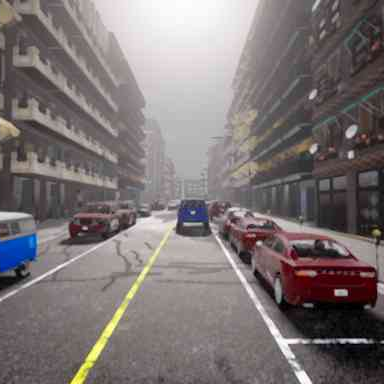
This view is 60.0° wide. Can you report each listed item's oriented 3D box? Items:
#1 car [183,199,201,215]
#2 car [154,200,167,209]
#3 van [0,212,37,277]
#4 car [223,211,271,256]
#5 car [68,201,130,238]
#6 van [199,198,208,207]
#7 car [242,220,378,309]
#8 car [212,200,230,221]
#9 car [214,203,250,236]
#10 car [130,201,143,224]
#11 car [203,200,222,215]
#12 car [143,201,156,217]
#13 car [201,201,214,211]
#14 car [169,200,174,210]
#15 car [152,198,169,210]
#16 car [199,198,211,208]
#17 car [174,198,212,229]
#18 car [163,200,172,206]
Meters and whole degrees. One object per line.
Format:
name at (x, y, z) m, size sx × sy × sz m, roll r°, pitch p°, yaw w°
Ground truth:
car at (0.026, 1.808, 41.549) m, size 2.097 × 1.767 × 4.553 m, roll 0°, pitch -1°, yaw 0°
car at (-5.398, 2.205, 57.786) m, size 1.887 × 1.381 × 4.507 m, roll 1°, pitch -1°, yaw 0°
van at (-5.305, 1.425, 8.017) m, size 1.690 × 1.788 × 3.998 m, roll 1°, pitch -1°, yaw 0°
car at (2.562, 1.684, 13.497) m, size 1.887 × 1.381 × 4.507 m, roll 1°, pitch -1°, yaw 0°
car at (-5.323, 1.516, 19.078) m, size 2.192 × 1.841 × 5.009 m, roll 1°, pitch -1°, yaw 0°
van at (2.433, 2.148, 68.809) m, size 1.690 × 1.788 × 3.998 m, roll 1°, pitch -1°, yaw 0°
car at (2.571, 1.626, 7.968) m, size 1.887 × 1.381 × 4.507 m, roll 1°, pitch -1°, yaw 0°
car at (2.503, 1.636, 30.092) m, size 2.192 × 1.841 × 5.009 m, roll 1°, pitch -1°, yaw 0°
car at (2.562, 1.639, 19.030) m, size 1.967 × 1.590 × 4.097 m, roll 1°, pitch -1°, yaw 0°
car at (-5.333, 1.577, 24.607) m, size 2.192 × 1.841 × 5.009 m, roll 1°, pitch -1°, yaw 0°
car at (2.480, 1.890, 41.153) m, size 1.967 × 1.590 × 4.097 m, roll 1°, pitch -1°, yaw 0°
car at (-5.359, 1.953, 35.667) m, size 1.947 × 1.339 × 4.313 m, roll 1°, pitch -1°, yaw 0°
car at (2.458, 2.169, 52.213) m, size 1.802 × 1.307 × 4.206 m, roll 1°, pitch -1°, yaw 0°
car at (-2.843, 2.141, 52.630) m, size 2.033 × 1.411 × 5.357 m, roll 0°, pitch -1°, yaw 0°
car at (-5.382, 1.904, 52.258) m, size 2.192 × 1.841 × 5.009 m, roll 1°, pitch -1°, yaw 0°
car at (2.444, 2.047, 63.279) m, size 2.192 × 1.841 × 5.009 m, roll 1°, pitch -1°, yaw 0°
car at (0.060, 1.471, 23.908) m, size 2.150 × 2.045 × 5.566 m, roll 0°, pitch -1°, yaw 0°
car at (-5.428, 2.468, 74.378) m, size 1.802 × 1.307 × 4.206 m, roll 1°, pitch -1°, yaw 0°
